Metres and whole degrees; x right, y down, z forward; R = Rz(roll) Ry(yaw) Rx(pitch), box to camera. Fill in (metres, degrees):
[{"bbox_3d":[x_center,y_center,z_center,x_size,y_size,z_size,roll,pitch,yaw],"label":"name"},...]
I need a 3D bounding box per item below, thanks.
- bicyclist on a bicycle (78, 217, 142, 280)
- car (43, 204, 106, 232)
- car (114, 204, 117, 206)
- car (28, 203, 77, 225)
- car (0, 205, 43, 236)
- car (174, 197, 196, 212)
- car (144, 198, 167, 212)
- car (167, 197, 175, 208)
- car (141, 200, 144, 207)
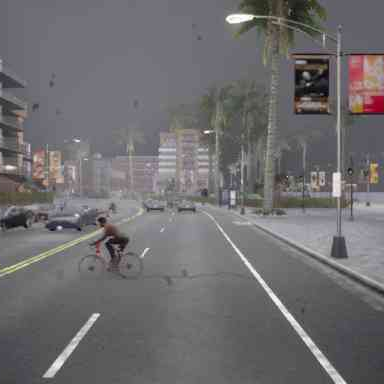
[{"bbox_3d":[-2.106,1.455,8.505,1.656,1.620,0.582,-2,0,0],"label":"bicyclist on a bicycle"},{"bbox_3d":[-7.102,1.548,20.512,2.033,1.411,5.357,0,0,0],"label":"car"},{"bbox_3d":[-7.014,1.167,25.503,1.994,1.385,4.181,0,0,0],"label":"car"},{"bbox_3d":[-10.514,1.601,25.501,1.994,1.385,4.181,0,0,0],"label":"car"},{"bbox_3d":[-10.618,1.492,18.550,2.128,1.511,4.902,0,0,0],"label":"car"},{"bbox_3d":[-0.694,1.564,38.390,1.994,1.385,4.181,0,0,-5],"label":"car"},{"bbox_3d":[-4.323,1.564,39.131,1.994,1.385,4.181,0,0,-6],"label":"car"},{"bbox_3d":[-2.490,1.491,48.258,2.128,1.511,4.902,0,0,-15],"label":"car"},{"bbox_3d":[-6.139,1.564,48.197,1.994,1.385,4.181,0,0,-14],"label":"car"}]
